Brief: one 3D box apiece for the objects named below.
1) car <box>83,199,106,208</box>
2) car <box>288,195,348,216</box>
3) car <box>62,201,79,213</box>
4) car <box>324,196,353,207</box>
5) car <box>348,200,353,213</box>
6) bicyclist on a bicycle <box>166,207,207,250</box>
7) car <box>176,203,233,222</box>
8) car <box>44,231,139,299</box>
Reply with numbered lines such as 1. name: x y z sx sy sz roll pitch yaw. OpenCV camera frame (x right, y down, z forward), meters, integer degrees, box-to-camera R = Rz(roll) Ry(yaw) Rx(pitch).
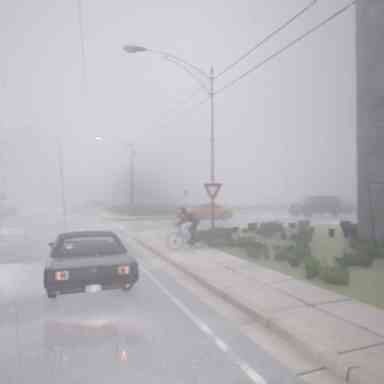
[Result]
1. car: -17.126 1.957 58.810 1.882 1.535 5.008 -1 0 18
2. car: 12.181 1.384 32.882 5.566 2.045 2.150 -1 0 -21
3. car: -15.724 1.925 43.133 1.812 1.442 4.674 0 0 -21
4. car: 24.788 1.573 56.466 1.932 1.855 4.605 0 0 -21
5. car: 16.533 1.665 39.031 2.242 1.667 4.611 0 0 -21
6. bicyclist on a bicycle: -0.190 1.393 12.666 1.656 1.620 0.582 0 0 -21
7. car: 1.103 1.676 28.496 5.008 1.535 1.882 0 0 -22
8. car: -2.775 1.681 8.803 1.895 1.301 4.718 0 0 -21
